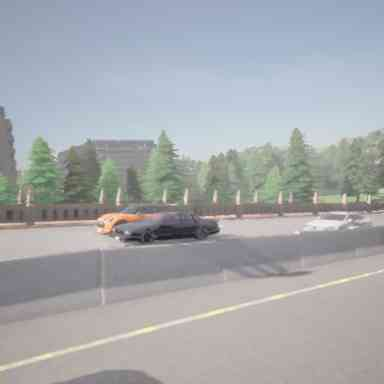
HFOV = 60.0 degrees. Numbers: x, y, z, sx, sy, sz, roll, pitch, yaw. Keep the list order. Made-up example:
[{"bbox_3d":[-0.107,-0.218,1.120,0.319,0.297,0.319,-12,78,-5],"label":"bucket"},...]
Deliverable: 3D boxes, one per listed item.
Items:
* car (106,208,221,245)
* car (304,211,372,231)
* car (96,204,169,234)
[{"bbox_3d":[-1.088,1.674,16.105,5.357,1.411,2.033,1,-1,-35],"label":"car"},{"bbox_3d":[8.205,1.811,18.422,4.674,1.442,1.812,1,-1,-35],"label":"car"},{"bbox_3d":[-3.079,1.480,18.981,4.553,1.767,2.097,1,-1,-35],"label":"car"}]
